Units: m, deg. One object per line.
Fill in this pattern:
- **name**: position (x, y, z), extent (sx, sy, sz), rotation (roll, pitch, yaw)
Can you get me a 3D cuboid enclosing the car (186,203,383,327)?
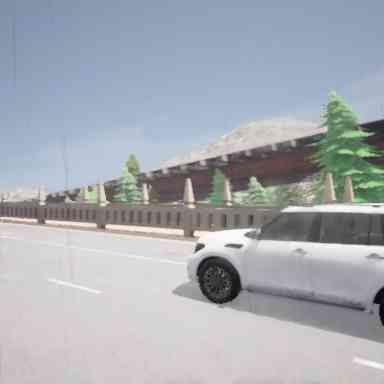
- **car**: position (2.533, 1.228, 6.485), extent (5.566, 2.045, 2.150), rotation (0, 0, 36)
